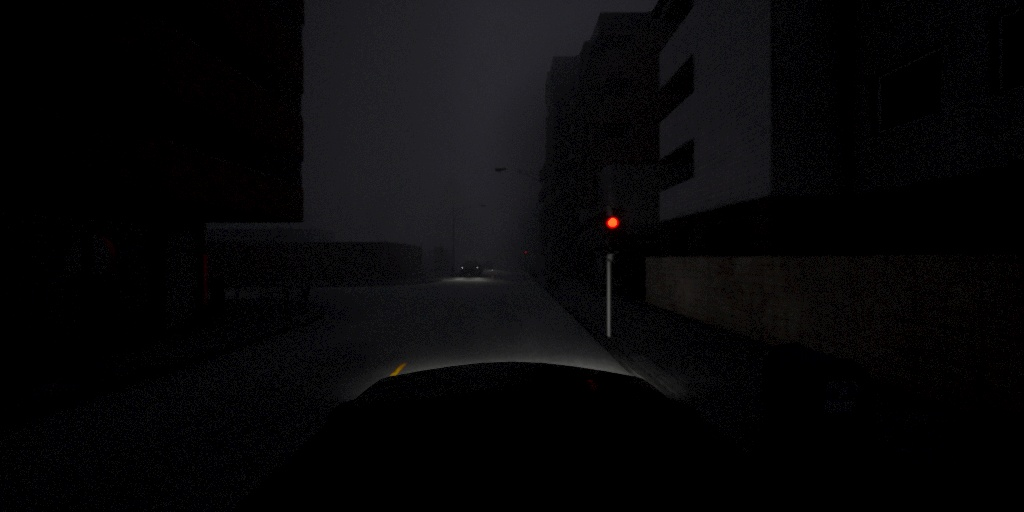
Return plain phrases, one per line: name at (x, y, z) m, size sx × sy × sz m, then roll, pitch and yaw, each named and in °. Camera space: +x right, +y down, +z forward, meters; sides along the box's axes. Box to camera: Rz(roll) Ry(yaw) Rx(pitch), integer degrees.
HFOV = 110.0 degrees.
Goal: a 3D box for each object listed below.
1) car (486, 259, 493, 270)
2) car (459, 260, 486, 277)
car at (-4.086, 1.469, 58.165) m, size 1.837 × 1.490 × 4.892 m, roll 0°, pitch -1°, yaw 0°
car at (-4.130, 1.234, 36.859) m, size 2.097 × 1.767 × 4.553 m, roll 0°, pitch 0°, yaw 0°
